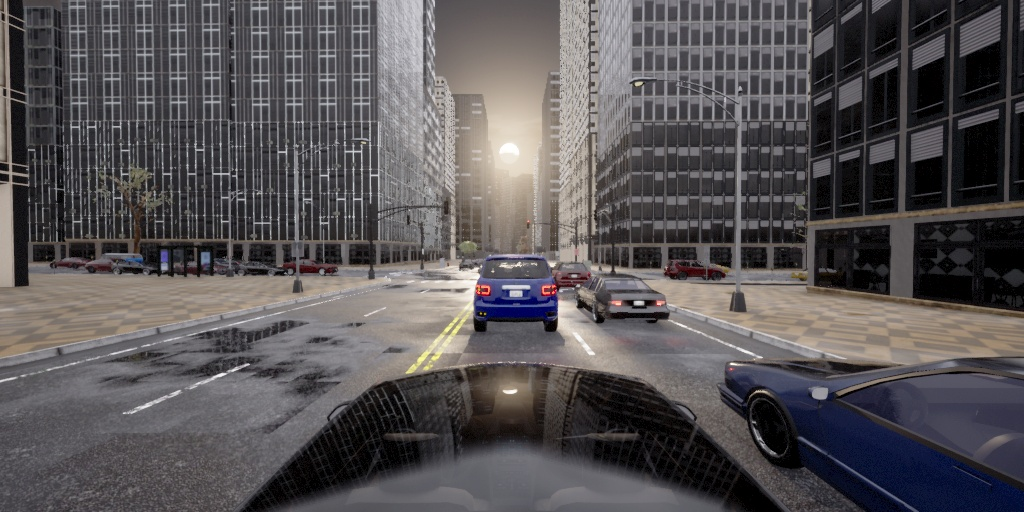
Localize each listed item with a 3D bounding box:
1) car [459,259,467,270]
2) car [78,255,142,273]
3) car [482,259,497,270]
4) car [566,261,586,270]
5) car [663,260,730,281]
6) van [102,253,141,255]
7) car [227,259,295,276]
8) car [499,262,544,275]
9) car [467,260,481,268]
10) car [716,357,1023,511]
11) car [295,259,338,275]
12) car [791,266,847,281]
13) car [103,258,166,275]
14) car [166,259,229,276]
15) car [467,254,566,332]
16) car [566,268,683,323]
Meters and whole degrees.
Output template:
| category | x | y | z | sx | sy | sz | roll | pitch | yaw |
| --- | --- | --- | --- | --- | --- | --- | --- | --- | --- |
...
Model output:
| category | x | y | z | sx | sy | sz | roll | pitch | yaw |
| --- | --- | --- | --- | --- | --- | --- | --- | --- | --- |
| car | -6.601 | 1.220 | 52.457 | 1.837 | 1.490 | 4.892 | 0 | 0 | -1 |
| car | -39.540 | 0.936 | 35.636 | 4.674 | 1.442 | 1.812 | 1 | 1 | 1 |
| car | -3.336 | 1.191 | 53.348 | 1.882 | 1.535 | 5.008 | 0 | 0 | 0 |
| car | 3.349 | 1.092 | 21.400 | 2.097 | 1.767 | 4.553 | 0 | 0 | 0 |
| car | 16.193 | 1.268 | 32.051 | 5.009 | 1.841 | 2.192 | 0 | 0 | 1 |
| van | -45.288 | 0.604 | 41.548 | 3.998 | 1.789 | 1.690 | 0 | 0 | 1 |
| car | -22.732 | 1.173 | 32.580 | 4.313 | 1.339 | 1.948 | 0 | 0 | 1 |
| car | 0.999 | 1.327 | 38.068 | 4.718 | 1.301 | 1.895 | 1 | 1 | 1 |
| car | -6.570 | 1.304 | 62.760 | 1.895 | 1.301 | 4.718 | 0 | 0 | 0 |
| car | 3.350 | 1.297 | 1.813 | 2.033 | 1.411 | 5.357 | 0 | 0 | 1 |
| car | -19.766 | 1.068 | 35.228 | 5.008 | 1.535 | 1.882 | 1 | 1 | 0 |
| car | 27.641 | 1.578 | 31.854 | 4.829 | 1.417 | 1.751 | 0 | 0 | 1 |
| car | -34.097 | 1.069 | 32.887 | 4.313 | 1.339 | 1.948 | 0 | 0 | 1 |
| car | -28.416 | 1.137 | 32.714 | 4.207 | 1.307 | 1.802 | 0 | 0 | 1 |
| car | 0.097 | 0.967 | 10.990 | 2.150 | 2.045 | 5.566 | 0 | 0 | 0 |
| car | 3.350 | 1.293 | 11.993 | 2.033 | 1.411 | 5.357 | 0 | 0 | 0 |
